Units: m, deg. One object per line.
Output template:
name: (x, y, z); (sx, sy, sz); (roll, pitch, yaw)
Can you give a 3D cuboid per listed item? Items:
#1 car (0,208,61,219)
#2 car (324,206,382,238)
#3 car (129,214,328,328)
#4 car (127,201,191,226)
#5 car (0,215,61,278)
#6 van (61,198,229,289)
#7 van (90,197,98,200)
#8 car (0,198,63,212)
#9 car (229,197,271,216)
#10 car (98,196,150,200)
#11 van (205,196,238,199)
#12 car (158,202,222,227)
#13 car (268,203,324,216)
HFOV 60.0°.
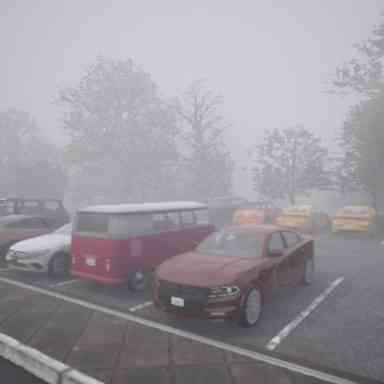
car: (-5.545, 1.563, 12.257); (2.163, 1.488, 4.792); (0, 0, 36)
car: (8.966, 1.495, 17.923); (2.097, 1.535, 5.008); (0, 0, 36)
car: (1.217, 1.495, 7.397); (2.097, 1.535, 5.008); (0, 0, 36)
car: (-2.408, 1.557, 25.826); (1.946, 1.575, 5.366); (0, 0, 36)
car: (-3.303, 1.561, 10.622); (2.002, 1.452, 4.674); (0, 0, 36)
van: (-0.978, 1.282, 9.102); (1.878, 1.987, 4.442); (0, 0, 36)
van: (-6.839, 1.382, 29.364); (1.878, 1.987, 4.442); (-1, 0, 36)
car: (-7.839, 1.294, 13.825); (2.435, 2.045, 5.566); (0, 0, 36)
car: (4.441, 1.395, 21.123); (2.185, 1.767, 4.553); (0, 0, 36)
car: (-4.538, 1.327, 27.610); (2.435, 2.045, 5.566); (-1, 0, 36)
van: (2.273, 1.307, 22.853); (1.878, 1.987, 4.442); (0, 0, 36)
car: (-0.052, 1.546, 24.363); (2.231, 1.521, 4.892); (0, 0, 36)
car: (6.609, 1.508, 19.606); (2.097, 1.535, 5.008); (0, 0, 36)
